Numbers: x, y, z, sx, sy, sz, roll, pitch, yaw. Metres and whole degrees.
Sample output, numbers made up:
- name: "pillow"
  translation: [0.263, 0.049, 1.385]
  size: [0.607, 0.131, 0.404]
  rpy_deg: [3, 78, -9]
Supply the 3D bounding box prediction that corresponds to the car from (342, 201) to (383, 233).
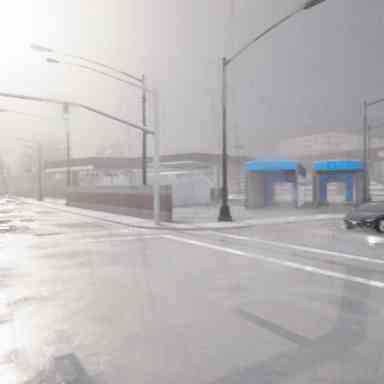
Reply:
- name: "car"
  translation: [10.123, 1.265, 17.982]
  size: [4.892, 1.490, 1.837]
  rpy_deg: [-1, 1, -34]
